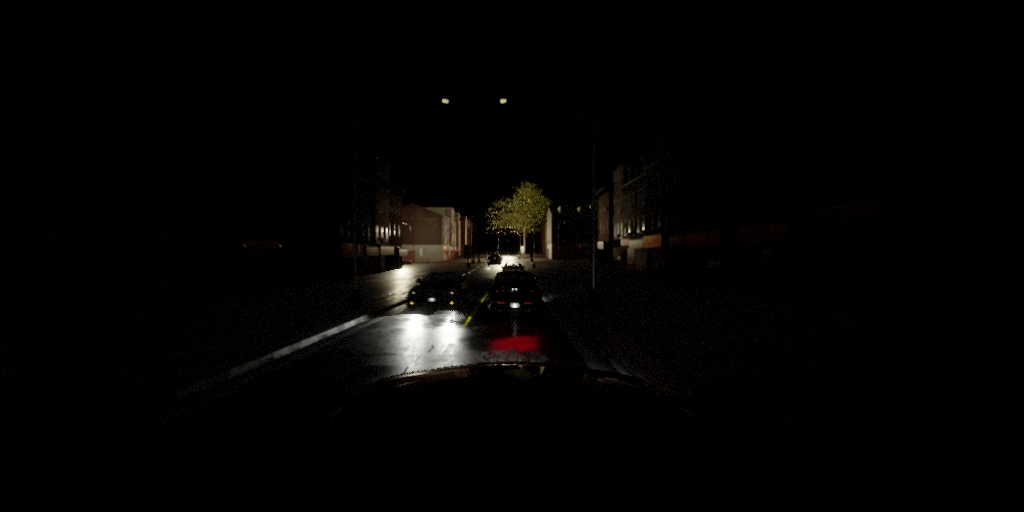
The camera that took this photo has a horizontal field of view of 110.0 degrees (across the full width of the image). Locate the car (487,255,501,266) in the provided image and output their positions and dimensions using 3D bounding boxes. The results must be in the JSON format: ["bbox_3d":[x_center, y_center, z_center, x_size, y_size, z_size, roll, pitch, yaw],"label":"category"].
[{"bbox_3d":[-2.759,0.631,56.885,2.097,1.767,4.553,0,1,0],"label":"car"}]

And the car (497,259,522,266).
[{"bbox_3d":[0.094,1.266,30.423,2.128,1.511,4.902,0,0,0],"label":"car"}]

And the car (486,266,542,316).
[{"bbox_3d":[0.091,1.292,13.536,1.837,1.490,4.892,0,0,0],"label":"car"}]

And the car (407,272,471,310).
[{"bbox_3d":[-2.851,1.356,14.707,1.994,1.385,4.181,0,0,0],"label":"car"}]
